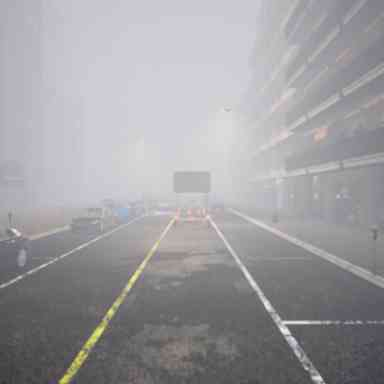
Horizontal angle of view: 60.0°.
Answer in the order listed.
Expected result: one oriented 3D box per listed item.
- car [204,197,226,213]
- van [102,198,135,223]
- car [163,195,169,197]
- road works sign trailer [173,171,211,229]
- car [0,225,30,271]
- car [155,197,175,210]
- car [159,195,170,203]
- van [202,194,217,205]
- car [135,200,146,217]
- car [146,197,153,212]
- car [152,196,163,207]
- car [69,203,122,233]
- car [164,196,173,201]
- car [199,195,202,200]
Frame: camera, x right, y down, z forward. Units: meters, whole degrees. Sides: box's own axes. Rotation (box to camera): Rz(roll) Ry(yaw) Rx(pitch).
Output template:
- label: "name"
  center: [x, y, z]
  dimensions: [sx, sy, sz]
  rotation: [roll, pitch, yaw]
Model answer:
- label: "car"
  center: [2.684, 1.526, 35.938]
  dimensions: [2.008, 1.369, 4.403]
  rotation: [0, 0, 0]
- label: "van"
  center: [-5.696, 1.322, 24.891]
  dimensions: [1.690, 1.788, 3.998]
  rotation: [0, 0, 0]
- label: "car"
  center: [-5.699, 1.526, 58.027]
  dimensions: [2.008, 1.369, 4.403]
  rotation: [0, 0, 0]
- label: "road works sign trailer"
  center: [-0.002, 0.447, 21.266]
  dimensions: [2.380, 3.560, 2.880]
  rotation: [0, 0, 0]
- label: "car"
  center: [-5.694, 1.543, 8.323]
  dimensions: [2.008, 1.369, 4.403]
  rotation: [0, 0, 0]
- label: "car"
  center: [-3.094, 1.574, 41.276]
  dimensions: [1.895, 1.301, 4.718]
  rotation: [0, 0, 0]
- label: "car"
  center: [-5.700, 1.419, 69.074]
  dimensions: [1.967, 1.590, 4.097]
  rotation: [0, 0, 0]
- label: "van"
  center: [2.683, 1.315, 46.983]
  dimensions: [1.690, 1.788, 3.998]
  rotation: [0, 0, 0]
- label: "car"
  center: [-5.696, 1.522, 30.414]
  dimensions: [1.887, 1.381, 4.507]
  rotation: [0, 0, 0]
- label: "car"
  center: [-5.697, 1.541, 35.937]
  dimensions: [1.947, 1.339, 4.313]
  rotation: [0, 0, 0]
- label: "car"
  center: [-5.698, 1.413, 46.983]
  dimensions: [1.967, 1.590, 4.097]
  rotation: [0, 0, 0]
- label: "car"
  center: [-5.695, 1.535, 19.369]
  dimensions: [2.008, 1.369, 4.403]
  rotation: [0, 0, 0]
- label: "car"
  center: [-5.701, 1.549, 80.120]
  dimensions: [1.947, 1.339, 4.313]
  rotation: [0, 0, 0]
- label: "car"
  center: [2.682, 1.520, 58.028]
  dimensions: [1.887, 1.381, 4.507]
  rotation: [0, 0, 0]
